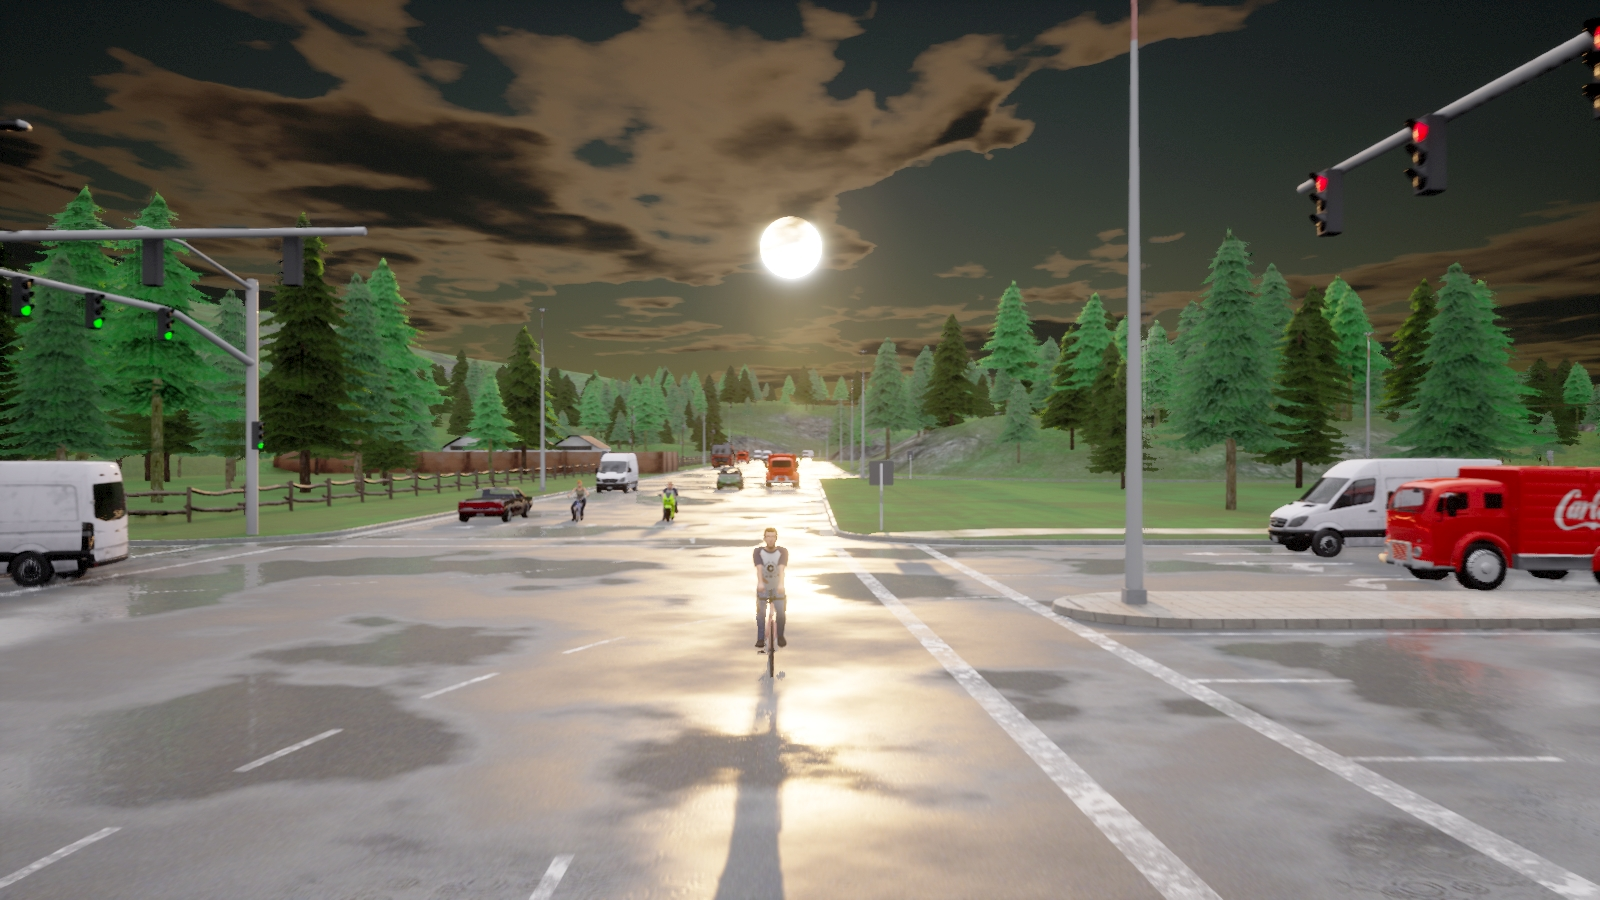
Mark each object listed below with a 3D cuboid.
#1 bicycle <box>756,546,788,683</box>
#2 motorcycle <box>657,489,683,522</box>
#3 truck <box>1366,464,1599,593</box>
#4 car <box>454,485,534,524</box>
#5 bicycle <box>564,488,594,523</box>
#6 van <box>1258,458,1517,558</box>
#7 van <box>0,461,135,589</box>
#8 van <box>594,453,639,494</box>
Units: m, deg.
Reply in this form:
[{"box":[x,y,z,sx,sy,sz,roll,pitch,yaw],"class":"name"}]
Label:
[{"box":[-0.370,2.047,14.564,0.373,1.496,1.643,0,1,-3],"class":"bicycle"},{"box":[-5.055,2.161,44.526,0.803,1.199,2.033,0,0,0],"class":"motorcycle"},{"box":[14.978,1.561,23.639,5.204,2.467,2.627,1,0,-1],"class":"truck"},{"box":[-12.049,2.130,45.316,1.895,1.301,4.718,0,0,0],"class":"car"},{"box":[-8.554,2.133,44.254,0.859,1.277,1.487,0,0,0],"class":"bicycle"},{"box":[15.652,1.516,30.647,5.915,2.561,1.988,0,0,0],"class":"van"},{"box":[-17.501,1.521,23.875,5.915,2.561,1.988,0,0,-9],"class":"van"},{"box":[-11.872,1.493,74.301,1.988,2.561,5.915,0,0,0],"class":"van"}]
